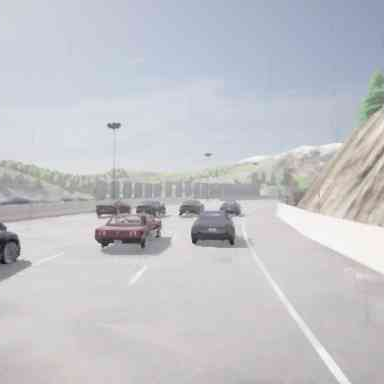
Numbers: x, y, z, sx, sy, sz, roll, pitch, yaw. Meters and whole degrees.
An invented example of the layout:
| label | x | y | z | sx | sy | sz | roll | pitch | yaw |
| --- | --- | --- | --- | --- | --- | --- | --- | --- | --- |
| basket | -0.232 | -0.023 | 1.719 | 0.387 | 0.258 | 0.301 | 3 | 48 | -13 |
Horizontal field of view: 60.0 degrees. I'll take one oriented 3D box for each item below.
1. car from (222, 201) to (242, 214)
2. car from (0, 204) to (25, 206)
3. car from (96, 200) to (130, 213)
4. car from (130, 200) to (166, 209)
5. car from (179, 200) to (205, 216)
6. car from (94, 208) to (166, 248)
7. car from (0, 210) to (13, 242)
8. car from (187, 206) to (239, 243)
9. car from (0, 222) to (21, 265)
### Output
| label | x | y | z | sx | sy | sz | roll | pitch | yaw |
| --- | --- | --- | --- | --- | --- | --- | --- | --- | --- |
| car | 3.994 | 1.605 | 34.143 | 1.994 | 1.385 | 4.181 | 0 | 0 | 12 |
| car | -25.404 | 1.457 | 47.398 | 1.882 | 1.535 | 5.008 | 0 | 0 | 14 |
| car | -7.284 | 1.488 | 31.406 | 1.882 | 1.535 | 5.008 | 0 | 0 | 10 |
| car | -3.775 | 1.523 | 31.116 | 1.837 | 1.490 | 4.892 | 0 | 0 | 11 |
| car | 0.043 | 1.534 | 32.378 | 1.837 | 1.490 | 4.892 | 0 | 0 | 11 |
| car | -2.599 | 1.608 | 14.842 | 1.895 | 1.301 | 4.718 | 0 | 0 | 5 |
| car | -9.685 | 1.552 | 13.816 | 1.994 | 1.385 | 4.181 | 0 | 0 | 5 |
| car | 1.075 | 1.581 | 16.179 | 1.994 | 1.385 | 4.181 | 0 | 0 | 6 |
| car | -6.542 | 1.483 | 8.822 | 2.128 | 1.511 | 4.902 | 0 | 0 | 3 |
